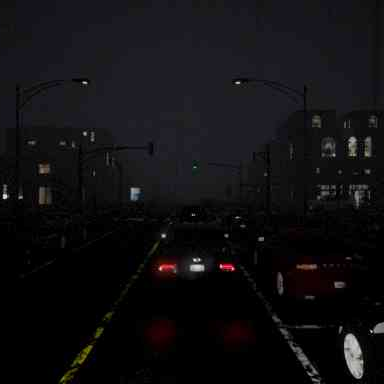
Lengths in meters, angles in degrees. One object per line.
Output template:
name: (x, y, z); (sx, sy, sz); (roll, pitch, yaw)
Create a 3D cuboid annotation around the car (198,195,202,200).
car: (2.631, 1.590, 63.062); (1.802, 1.307, 4.206); (0, 0, 0)

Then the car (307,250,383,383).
car: (2.692, 1.551, 2.553); (2.008, 1.369, 4.403); (0, 0, 0)

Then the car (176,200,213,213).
car: (0.058, 1.509, 21.006); (1.837, 1.490, 4.892); (0, 0, -1)

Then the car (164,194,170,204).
car: (-5.749, 1.559, 63.067); (2.008, 1.369, 4.403); (0, 0, 0)

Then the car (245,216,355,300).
car: (2.687, 1.546, 8.245); (1.887, 1.381, 4.507); (0, 0, 0)

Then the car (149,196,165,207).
car: (-5.738, 1.588, 52.024); (1.802, 1.307, 4.206); (0, 0, 0)

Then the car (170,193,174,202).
car: (-5.760, 1.452, 74.111); (1.967, 1.590, 4.097); (0, 0, 0)

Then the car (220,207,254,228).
car: (2.675, 1.553, 19.629); (2.008, 1.369, 4.403); (0, 0, 0)

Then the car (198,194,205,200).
car: (2.604, 1.458, 90.672); (1.967, 1.590, 4.097); (0, 0, 0)

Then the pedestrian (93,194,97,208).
pedestrian: (-12.594, 1.135, 43.151); (0.375, 1.860, 0.375); (0, -1, 1)

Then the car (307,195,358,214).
car: (15.575, 1.315, 37.211); (5.566, 2.045, 2.150); (0, 0, 1)

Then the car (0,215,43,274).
car: (-5.693, 1.441, 8.254); (1.967, 1.590, 4.097); (0, 0, 0)

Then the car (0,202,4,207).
car: (-25.491, 1.447, 40.393); (4.829, 1.417, 1.752); (0, -1, 1)

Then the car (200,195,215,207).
car: (2.643, 1.572, 52.019); (1.947, 1.339, 4.313); (0, 0, 0)

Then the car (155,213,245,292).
car: (0.091, 1.549, 9.090); (2.033, 1.411, 5.357); (0, 0, 0)

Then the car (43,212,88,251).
car: (-5.700, 1.552, 13.946); (2.008, 1.369, 4.403); (0, 0, 0)
